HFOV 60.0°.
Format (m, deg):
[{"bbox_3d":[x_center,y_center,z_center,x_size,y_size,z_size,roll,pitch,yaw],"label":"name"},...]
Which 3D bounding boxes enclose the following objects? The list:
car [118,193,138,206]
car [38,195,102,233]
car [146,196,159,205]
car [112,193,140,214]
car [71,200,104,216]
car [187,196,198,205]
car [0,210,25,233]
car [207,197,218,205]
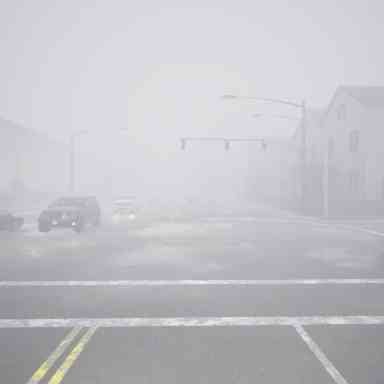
[{"bbox_3d":[-10.537,1.221,54.918,2.150,2.045,5.566,0,0,0],"label":"car"},{"bbox_3d":[-7.079,1.224,19.913,2.150,2.045,5.566,0,0,0],"label":"car"},{"bbox_3d":[-7.017,1.506,59.749,1.837,1.490,4.892,0,0,0],"label":"car"},{"bbox_3d":[-7.064,1.221,36.295,2.150,2.045,5.566,0,0,0],"label":"car"},{"bbox_3d":[-10.567,1.563,33.946,1.994,1.385,4.181,0,0,0],"label":"car"},{"bbox_3d":[0.059,1.491,58.669,2.128,1.511,4.902,0,0,0],"label":"car"},{"bbox_3d":[-10.582,1.601,16.936,1.895,1.301,4.718,0,0,0],"label":"car"},{"bbox_3d":[3.558,1.599,58.695,1.895,1.301,4.718,0,0,0],"label":"car"}]
